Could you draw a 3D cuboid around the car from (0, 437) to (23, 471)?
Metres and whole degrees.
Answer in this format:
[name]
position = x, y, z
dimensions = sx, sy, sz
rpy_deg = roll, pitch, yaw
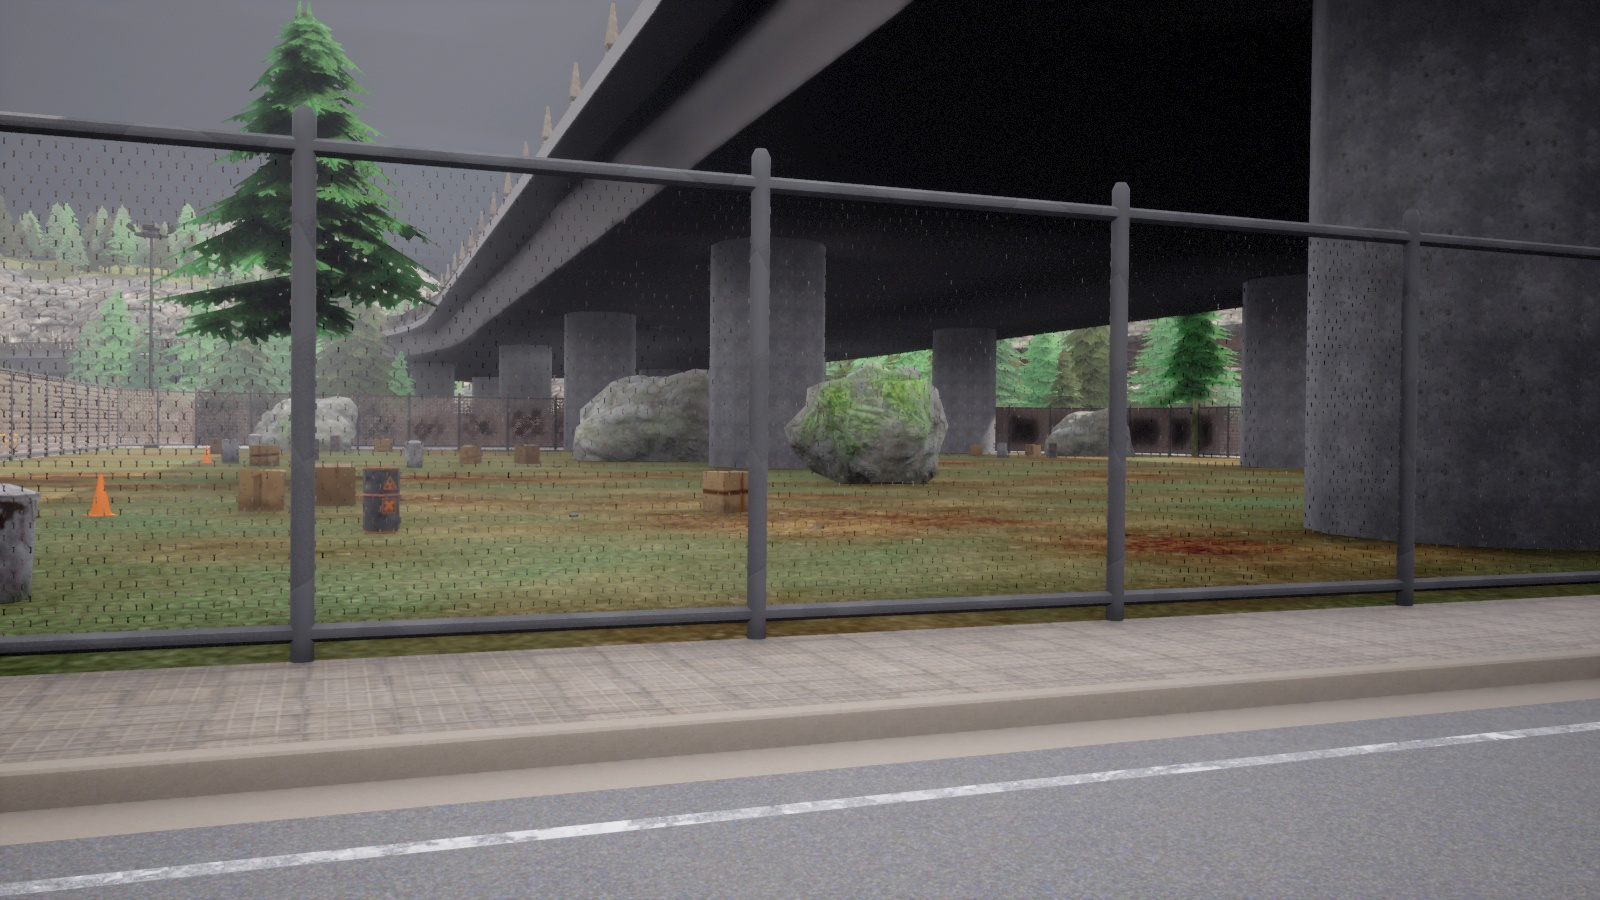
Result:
[car]
position = -37.766, 0.179, 58.336
dimensions = 1.882, 1.535, 5.008
rpy_deg = -1, 1, -21
